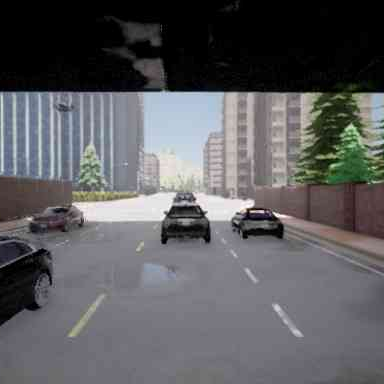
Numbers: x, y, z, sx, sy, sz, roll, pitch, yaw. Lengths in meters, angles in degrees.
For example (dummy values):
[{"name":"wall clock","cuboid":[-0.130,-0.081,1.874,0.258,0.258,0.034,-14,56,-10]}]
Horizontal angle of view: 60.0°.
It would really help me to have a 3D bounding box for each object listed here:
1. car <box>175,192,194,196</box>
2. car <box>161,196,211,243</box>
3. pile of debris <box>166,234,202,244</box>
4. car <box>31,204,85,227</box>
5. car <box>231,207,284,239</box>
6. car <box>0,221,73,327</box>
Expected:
[{"name":"car","cuboid":[-0.665,1.062,30.864,2.150,2.045,5.566,0,0,-1]},{"name":"car","cuboid":[-0.289,1.271,15.652,2.097,1.767,4.553,0,0,-1]},{"name":"pile of debris","cuboid":[-0.354,2.099,14.947,1.500,0.140,1.860,0,0,-1]},{"name":"car","cuboid":[-7.548,1.457,19.103,1.812,1.442,4.674,0,0,-2]},{"name":"car","cuboid":[3.187,1.463,16.785,1.994,1.385,4.181,0,0,-1]},{"name":"car","cuboid":[-3.701,1.480,4.905,2.128,1.511,4.902,0,0,-1]}]
